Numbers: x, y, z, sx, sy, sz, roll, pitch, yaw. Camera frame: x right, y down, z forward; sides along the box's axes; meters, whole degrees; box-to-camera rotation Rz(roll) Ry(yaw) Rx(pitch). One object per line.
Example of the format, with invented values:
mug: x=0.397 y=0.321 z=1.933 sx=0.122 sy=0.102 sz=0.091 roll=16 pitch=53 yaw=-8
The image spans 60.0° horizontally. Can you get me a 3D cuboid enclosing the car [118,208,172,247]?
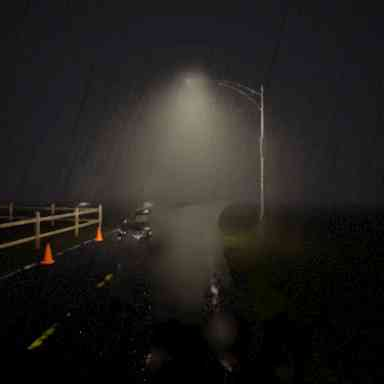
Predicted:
car: x=-1.997 y=1.511 z=15.253 sx=1.837 sy=1.490 sz=4.892 roll=0 pitch=0 yaw=3

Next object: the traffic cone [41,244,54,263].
traffic cone: x=-4.614 y=1.955 z=10.661 sx=0.340 sy=0.580 sz=0.340 roll=0 pitch=0 yaw=2

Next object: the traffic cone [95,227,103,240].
traffic cone: x=-4.388 y=1.958 z=15.694 sx=0.340 sy=0.580 sz=0.340 roll=0 pitch=0 yaw=3
